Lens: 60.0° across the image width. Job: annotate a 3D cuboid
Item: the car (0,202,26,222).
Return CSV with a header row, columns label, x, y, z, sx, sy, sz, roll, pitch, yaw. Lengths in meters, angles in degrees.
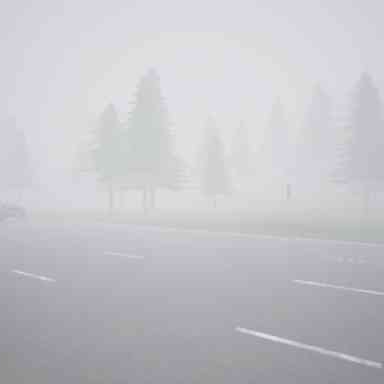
label,x,y,z,sx,sy,sz,roll,pitch,yaw
car,-15.946,1.631,28.071,4.902,1.511,2.128,0,0,36
